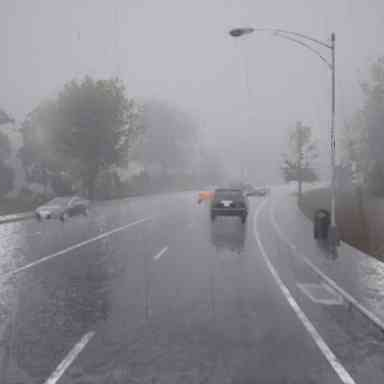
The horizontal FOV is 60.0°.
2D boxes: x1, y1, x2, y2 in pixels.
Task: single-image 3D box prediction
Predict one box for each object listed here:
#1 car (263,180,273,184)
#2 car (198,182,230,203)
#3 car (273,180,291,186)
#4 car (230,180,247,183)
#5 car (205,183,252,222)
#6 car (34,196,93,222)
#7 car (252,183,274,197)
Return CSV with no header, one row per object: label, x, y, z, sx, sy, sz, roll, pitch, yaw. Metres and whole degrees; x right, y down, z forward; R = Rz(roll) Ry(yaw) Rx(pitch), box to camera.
car,18.236,-2.176,78.052,2.033,1.411,5.357,0,3,38
car,2.158,0.166,34.573,2.097,1.767,4.553,0,3,19
car,20.907,-2.173,75.791,1.994,1.385,4.181,0,3,38
car,6.637,-0.621,46.146,2.150,2.045,5.566,0,3,25
car,2.544,0.692,21.681,2.150,2.045,5.566,0,3,12
car,-8.309,1.041,21.914,2.128,1.511,4.902,0,2,9
car,8.609,-0.063,41.610,1.895,1.301,4.718,0,3,23
